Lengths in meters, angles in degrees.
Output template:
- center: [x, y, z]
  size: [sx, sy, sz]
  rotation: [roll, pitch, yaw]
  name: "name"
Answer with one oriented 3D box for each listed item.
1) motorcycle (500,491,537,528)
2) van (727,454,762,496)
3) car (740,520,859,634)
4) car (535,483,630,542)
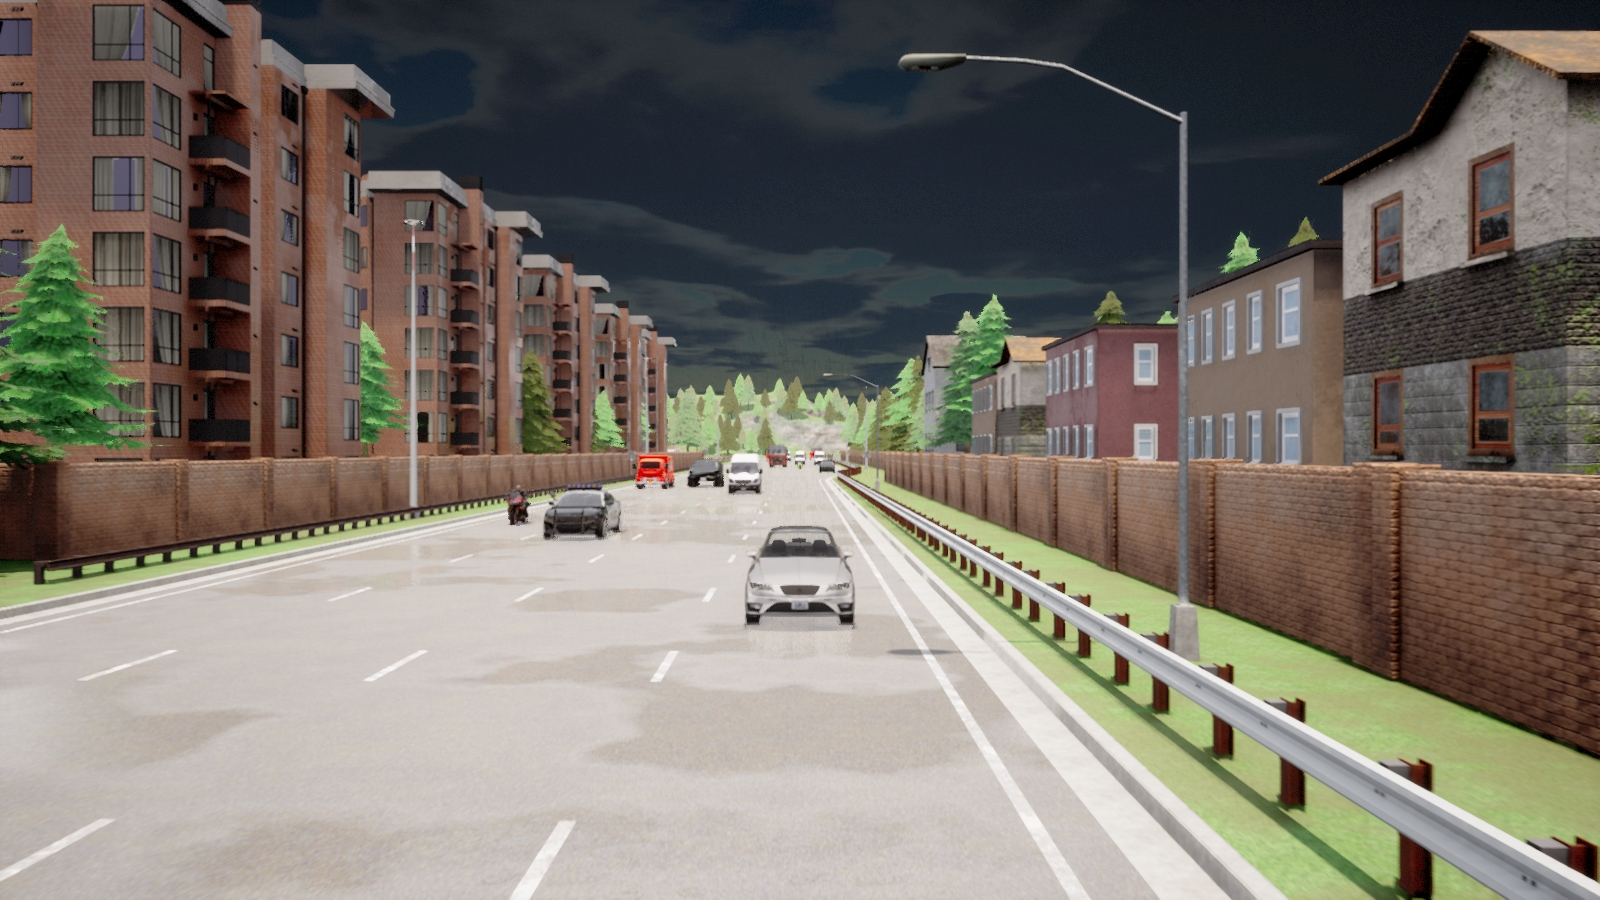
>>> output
- center: [-10.504, 2.207, 42.693]
  size: [0.867, 1.251, 2.209]
  rotation: [0, 0, 0]
  name: "motorcycle"
- center: [-3.499, 1.538, 73.348]
  size: [1.988, 2.561, 5.915]
  rotation: [0, 0, 0]
  name: "van"
- center: [-0.004, 2.066, 19.575]
  size: [1.816, 1.474, 4.193]
  rotation: [0, 0, 0]
  name: "car"
- center: [-7.002, 1.984, 37.287]
  size: [2.097, 1.638, 5.238]
  rotation: [0, 0, 0]
  name: "car"
